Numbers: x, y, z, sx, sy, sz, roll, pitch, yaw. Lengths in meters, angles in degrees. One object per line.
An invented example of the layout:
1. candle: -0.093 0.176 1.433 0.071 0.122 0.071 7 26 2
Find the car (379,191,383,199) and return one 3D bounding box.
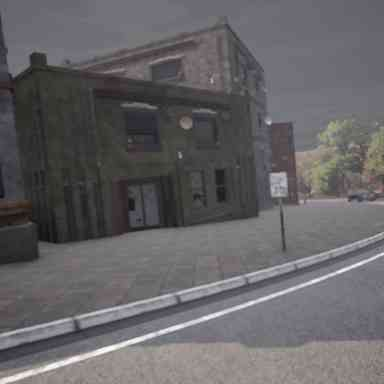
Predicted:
1. car: 29.790 0.529 54.657 1.882 1.535 5.008 -6 -1 -2

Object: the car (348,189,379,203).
1. car: 26.302 0.541 51.986 2.150 2.045 5.566 -5 -1 3
